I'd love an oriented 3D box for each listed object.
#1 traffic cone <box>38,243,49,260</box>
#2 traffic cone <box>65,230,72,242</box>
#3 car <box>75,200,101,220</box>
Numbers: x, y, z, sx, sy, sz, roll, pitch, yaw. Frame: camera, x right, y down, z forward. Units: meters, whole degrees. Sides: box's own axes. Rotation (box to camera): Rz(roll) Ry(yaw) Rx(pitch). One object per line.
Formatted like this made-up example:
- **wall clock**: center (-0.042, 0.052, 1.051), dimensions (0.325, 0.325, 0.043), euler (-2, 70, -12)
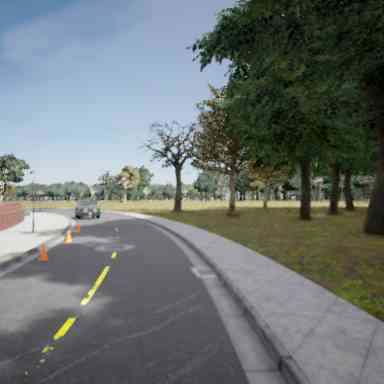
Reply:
- **traffic cone**: center (-5.399, 2.152, 12.131), dimensions (0.340, 0.580, 0.340), euler (0, -1, -9)
- **traffic cone**: center (-6.263, 2.226, 16.918), dimensions (0.340, 0.580, 0.340), euler (0, -1, -12)
- **car**: center (-11.278, 1.845, 35.812), dimensions (2.150, 2.045, 5.566), euler (0, -1, -24)
